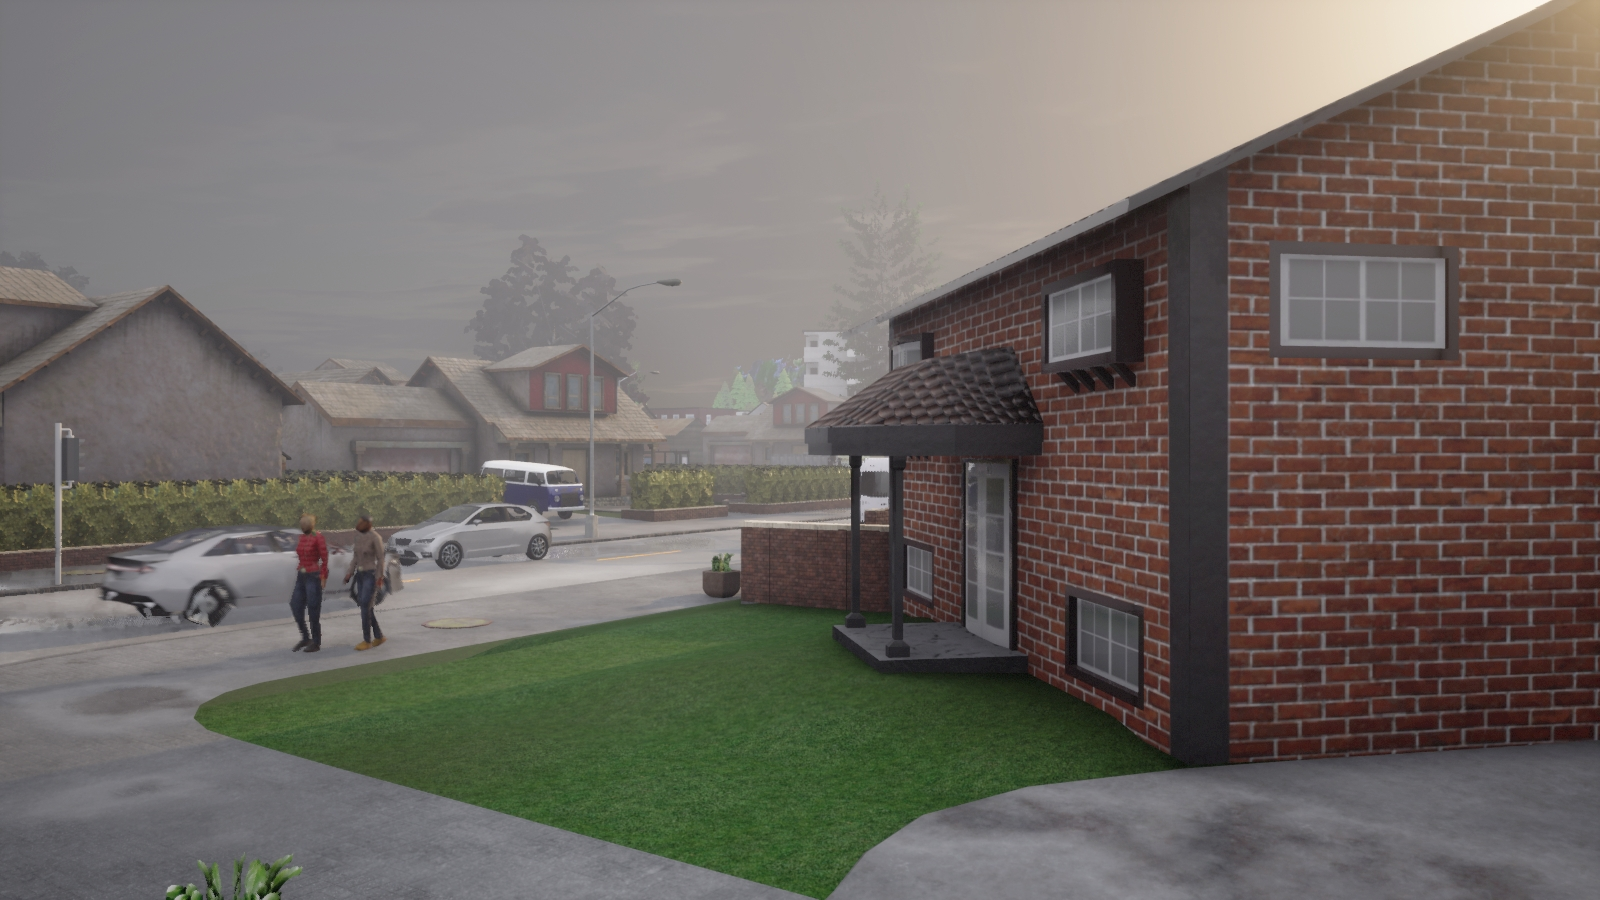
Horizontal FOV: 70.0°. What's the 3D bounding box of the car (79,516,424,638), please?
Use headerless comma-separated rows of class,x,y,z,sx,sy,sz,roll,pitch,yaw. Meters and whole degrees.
car,-9.185,2.035,19.573,2.128,1.511,4.902,0,0,36

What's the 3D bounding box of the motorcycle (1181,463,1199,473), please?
motorcycle,47.455,2.161,139.026,2.033,1.199,0.803,0,0,35

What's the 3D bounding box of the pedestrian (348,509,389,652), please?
pedestrian,-5.795,1.736,15.351,0.375,1.860,0.375,0,0,35

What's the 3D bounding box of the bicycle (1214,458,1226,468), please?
bicycle,65.395,2.030,177.932,1.835,1.471,0.329,0,0,35

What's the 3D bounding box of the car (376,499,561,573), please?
car,-8.091,2.051,28.194,1.816,1.474,4.193,0,0,34

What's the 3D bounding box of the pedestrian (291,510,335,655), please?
pedestrian,-6.444,1.736,15.129,0.375,1.860,0.375,0,0,26
